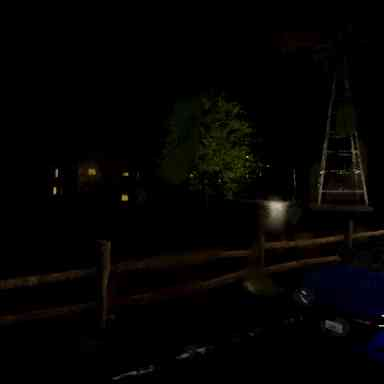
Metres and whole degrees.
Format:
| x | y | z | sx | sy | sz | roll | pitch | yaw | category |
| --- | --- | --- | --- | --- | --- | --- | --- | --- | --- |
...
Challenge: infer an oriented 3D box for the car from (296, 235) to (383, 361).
| x | y | z | sx | sy | sz | roll | pitch | yaw | category |
| --- | --- | --- | --- | --- | --- | --- | --- | --- | --- |
| 3.909 | 1.510 | 5.835 | 5.008 | 1.535 | 1.882 | 0 | 0 | -35 | car |
